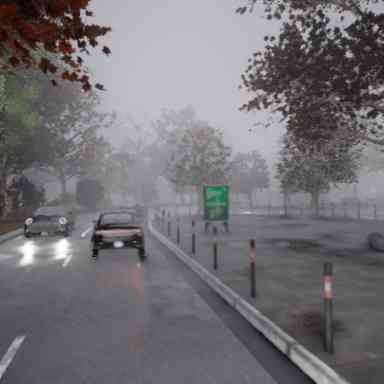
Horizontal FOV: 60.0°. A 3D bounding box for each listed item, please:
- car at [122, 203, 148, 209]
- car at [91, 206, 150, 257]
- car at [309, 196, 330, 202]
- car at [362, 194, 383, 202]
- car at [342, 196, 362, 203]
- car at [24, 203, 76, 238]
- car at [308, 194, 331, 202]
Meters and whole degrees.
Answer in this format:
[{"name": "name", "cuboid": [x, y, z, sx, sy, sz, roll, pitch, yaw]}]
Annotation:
[{"name": "car", "cuboid": [-4.886, 1.633, 28.053, 2.128, 1.511, 4.902, -1, 0, 6]}, {"name": "car", "cuboid": [-2.967, 1.534, 13.317, 2.128, 1.511, 4.902, -1, 0, -13]}, {"name": "car", "cuboid": [33.602, 1.869, 87.723, 4.892, 1.521, 2.231, -1, -2, 23]}, {"name": "car", "cuboid": [45.266, 1.465, 83.881, 5.566, 2.045, 2.435, -1, -2, 24]}, {"name": "car", "cuboid": [34.497, 1.615, 72.676, 5.357, 1.411, 2.033, 0, -1, -45]}, {"name": "car", "cuboid": [-7.694, 1.461, 18.392, 2.097, 1.767, 4.553, -1, 0, -13]}, {"name": "car", "cuboid": [32.558, 1.561, 85.273, 5.566, 2.045, 2.435, -1, -2, 23]}]
